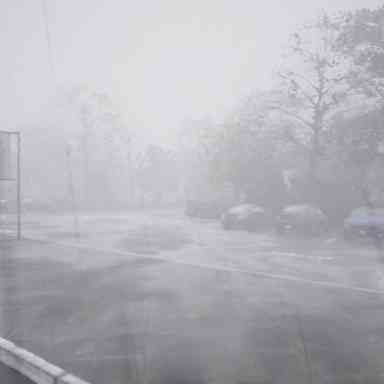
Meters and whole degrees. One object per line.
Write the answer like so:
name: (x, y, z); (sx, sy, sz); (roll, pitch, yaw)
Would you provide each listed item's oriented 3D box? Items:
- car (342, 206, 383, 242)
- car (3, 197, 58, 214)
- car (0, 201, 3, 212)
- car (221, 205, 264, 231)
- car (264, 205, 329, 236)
car: (8.765, 1.448, 16.300); (2.097, 1.535, 5.008); (0, 0, 36)
car: (-16.342, 1.275, 34.286); (2.185, 1.767, 4.553); (0, 0, 35)
car: (-18.963, 1.437, 36.071); (2.002, 1.452, 4.674); (0, 0, 35)
car: (3.433, 1.478, 20.103); (2.002, 1.452, 4.674); (0, 0, 36)
car: (6.096, 1.444, 18.195); (2.231, 1.521, 4.892); (0, 0, 36)
